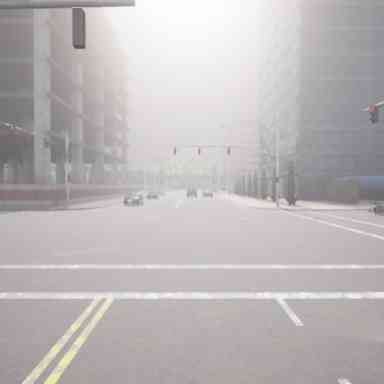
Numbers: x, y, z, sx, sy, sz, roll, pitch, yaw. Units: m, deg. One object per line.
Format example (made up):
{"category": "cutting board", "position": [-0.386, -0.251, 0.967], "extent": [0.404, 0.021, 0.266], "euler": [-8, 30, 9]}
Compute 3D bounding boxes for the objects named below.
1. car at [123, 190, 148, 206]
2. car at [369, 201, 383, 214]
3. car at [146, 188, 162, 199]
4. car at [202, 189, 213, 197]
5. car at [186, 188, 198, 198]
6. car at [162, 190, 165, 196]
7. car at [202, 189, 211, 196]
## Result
{"category": "car", "position": [-7.101, 0.842, 40.688], "extent": [2.128, 1.511, 4.902], "euler": [0, 1, 0]}
{"category": "car", "position": [16.632, 1.073, 26.230], "extent": [4.902, 1.511, 2.128], "euler": [0, 1, 0]}
{"category": "car", "position": [-7.046, 0.556, 59.913], "extent": [1.837, 1.490, 4.892], "euler": [0, 0, 0]}
{"category": "car", "position": [3.477, 0.396, 70.999], "extent": [1.812, 1.442, 4.674], "euler": [0, 1, 0]}
{"category": "car", "position": [-0.023, 0.106, 70.414], "extent": [2.150, 2.045, 5.566], "euler": [0, 1, 0]}
{"category": "car", "position": [-7.024, 0.248, 74.463], "extent": [1.994, 1.385, 4.181], "euler": [0, 1, 0]}
{"category": "car", "position": [3.474, 0.110, 81.039], "extent": [1.837, 1.490, 4.892], "euler": [0, 1, 0]}
